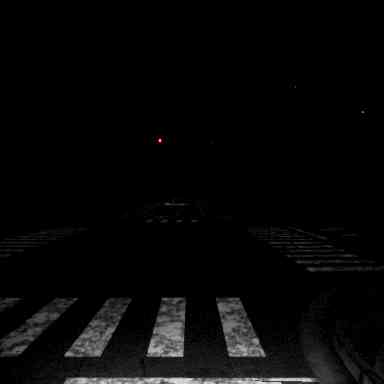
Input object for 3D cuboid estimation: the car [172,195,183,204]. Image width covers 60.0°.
[{"bbox_3d":[-2.931,1.495,69.321,2.097,1.767,4.553,0,0,0],"label":"car"}]
